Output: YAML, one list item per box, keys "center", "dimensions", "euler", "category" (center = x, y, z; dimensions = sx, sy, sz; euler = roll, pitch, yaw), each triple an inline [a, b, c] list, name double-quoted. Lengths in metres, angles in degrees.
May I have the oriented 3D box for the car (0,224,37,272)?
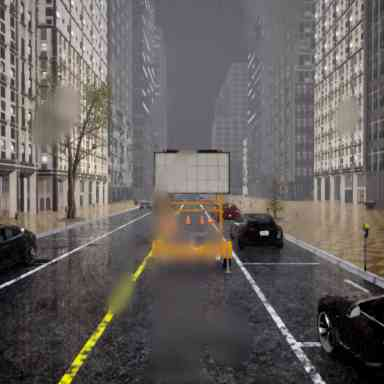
- center: [-5.699, 1.564, 8.732]
  dimensions: [1.947, 1.339, 4.313]
  euler: [-1, 0, 0]
  category: "car"

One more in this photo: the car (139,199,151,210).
- center: [-5.706, 1.534, 42.580]
  dimensions: [2.008, 1.369, 4.403]
  euler: [-1, 0, 0]
  category: "car"

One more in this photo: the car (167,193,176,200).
- center: [-5.721, 1.262, 93.353]
  dimensions: [2.192, 1.841, 5.009]
  euler: [-1, 0, 0]
  category: "car"

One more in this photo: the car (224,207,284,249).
- center: [2.681, 1.562, 14.379]
  dimensions: [1.947, 1.339, 4.313]
  euler: [-1, 0, 0]
  category: "car"

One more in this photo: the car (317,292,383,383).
- center: [2.684, 1.565, 3.093]
  dimensions: [1.947, 1.339, 4.313]
  euler: [-1, 0, 0]
  category: "car"

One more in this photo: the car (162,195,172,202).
- center: [-5.714, 1.487, 76.259]
  dimensions: [1.752, 1.417, 4.829]
  euler: [-1, 0, 0]
  category: "car"

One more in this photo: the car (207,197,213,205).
- center: [2.677, 1.514, 31.477]
  dimensions: [1.752, 1.417, 4.829]
  euler: [-1, 0, 0]
  category: "car"

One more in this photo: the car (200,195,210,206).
- center: [2.672, 1.522, 53.879]
  dimensions: [1.887, 1.381, 4.507]
  euler: [-1, 0, 0]
  category: "car"

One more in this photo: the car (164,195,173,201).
- center: [-5.715, 1.539, 82.070]
  dimensions: [1.802, 1.307, 4.206]
  euler: [-1, 0, 0]
  category: "car"

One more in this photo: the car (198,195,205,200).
- center: [2.663, 1.498, 93.378]
  dimensions: [2.008, 1.369, 4.403]
  euler: [-1, 0, 0]
  category: "car"

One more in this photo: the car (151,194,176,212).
- center: [-3.101, 1.207, 38.887]
  dimensions: [2.150, 2.045, 5.566]
  euler: [0, 0, 0]
  category: "car"

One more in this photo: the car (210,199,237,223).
- center: [2.678, 1.536, 25.665]
  dimensions: [1.887, 1.381, 4.507]
  euler: [-1, 0, 0]
  category: "car"

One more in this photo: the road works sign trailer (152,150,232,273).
- center: [0.001, 0.462, 10.643]
  dimensions: [2.380, 3.560, 2.880]
  euler: [0, 0, 0]
  category: "road works sign trailer"

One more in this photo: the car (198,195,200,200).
- center: [2.667, 1.513, 76.449]
  dimensions: [2.008, 1.369, 4.403]
  euler: [-1, 0, 0]
  category: "car"
